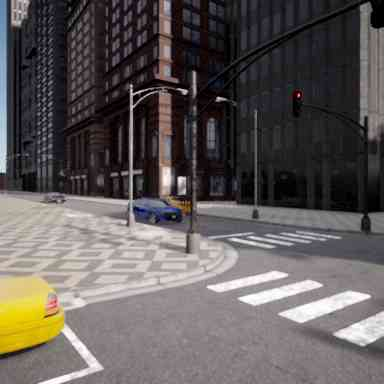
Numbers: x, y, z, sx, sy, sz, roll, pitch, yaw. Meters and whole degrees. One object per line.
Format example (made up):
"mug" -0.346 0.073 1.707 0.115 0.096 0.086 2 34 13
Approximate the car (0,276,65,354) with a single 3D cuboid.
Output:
"car" -4.060 1.525 3.752 4.829 1.417 1.752 0 0 -35

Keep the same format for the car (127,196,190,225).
"car" -2.504 1.140 21.563 1.882 1.535 5.008 0 1 -36

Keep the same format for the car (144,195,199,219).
"car" -1.729 1.085 25.997 1.882 1.535 5.008 0 1 -36

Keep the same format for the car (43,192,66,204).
"car" -17.723 0.743 42.760 2.033 1.411 5.357 0 1 -35
